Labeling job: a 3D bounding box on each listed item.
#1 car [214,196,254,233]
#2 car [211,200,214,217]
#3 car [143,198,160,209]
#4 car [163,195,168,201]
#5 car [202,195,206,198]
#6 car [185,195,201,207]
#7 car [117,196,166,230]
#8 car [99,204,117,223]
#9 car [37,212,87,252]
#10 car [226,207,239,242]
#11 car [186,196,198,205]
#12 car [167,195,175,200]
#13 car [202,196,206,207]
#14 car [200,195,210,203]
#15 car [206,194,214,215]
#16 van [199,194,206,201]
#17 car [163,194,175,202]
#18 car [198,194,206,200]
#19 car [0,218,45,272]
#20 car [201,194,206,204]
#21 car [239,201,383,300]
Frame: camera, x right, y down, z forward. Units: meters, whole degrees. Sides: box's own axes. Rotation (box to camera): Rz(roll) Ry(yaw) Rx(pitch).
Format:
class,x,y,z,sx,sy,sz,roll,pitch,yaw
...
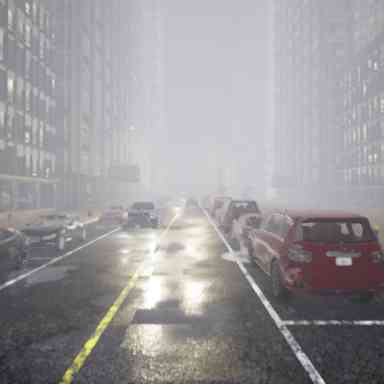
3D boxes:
class,x,y,z,sx,sy,sz,roll,pitch,yaw
car,2.694,1.313,19.369,2.192,1.841,5.009,0,0,0
car,2.693,1.563,24.908,1.947,1.339,4.313,0,0,0
car,-5.687,1.574,47.065,1.802,1.307,4.206,0,0,0
car,-5.688,1.572,58.143,1.802,1.307,4.206,0,0,0
car,2.693,1.518,47.235,1.752,1.417,4.829,0,0,0
car,-0.001,1.556,50.247,1.994,1.385,4.181,0,0,0
car,-3.042,1.349,21.041,2.097,1.767,4.553,0,0,1
car,-5.687,1.579,24.907,1.802,1.307,4.206,0,0,0
car,-5.687,1.549,13.828,2.008,1.369,4.403,0,0,0
car,2.693,1.543,13.829,1.887,1.381,4.507,0,0,0
car,0.000,1.537,60.255,2.033,1.411,5.357,0,0,0
car,-5.689,1.524,91.379,1.887,1.381,4.507,0,0,0
car,2.693,1.544,41.526,2.008,1.369,4.403,0,0,0
car,2.693,1.426,69.222,1.967,1.590,4.097,0,0,0
car,2.694,1.311,30.448,2.192,1.841,5.009,0,0,0
van,2.693,1.322,85.840,1.690,1.788,3.998,0,0,0
car,-5.687,1.300,74.761,2.192,1.841,5.009,0,0,0
car,2.692,1.420,91.380,1.967,1.590,4.097,0,0,0
car,-5.687,1.565,8.289,1.947,1.339,4.313,0,0,0
car,2.693,1.555,58.144,1.947,1.339,4.313,0,0,0
car,2.694,1.314,8.290,2.192,1.841,5.009,0,0,0
